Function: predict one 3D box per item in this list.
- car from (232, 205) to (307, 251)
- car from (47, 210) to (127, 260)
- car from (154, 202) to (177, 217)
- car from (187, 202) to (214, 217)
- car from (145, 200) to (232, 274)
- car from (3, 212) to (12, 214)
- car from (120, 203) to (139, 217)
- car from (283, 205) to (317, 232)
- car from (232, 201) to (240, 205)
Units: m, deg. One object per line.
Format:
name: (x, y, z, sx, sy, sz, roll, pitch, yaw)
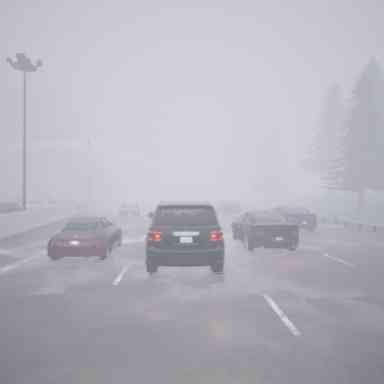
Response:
car: (2.987, 1.543, 14.520, 1.882, 1.535, 5.008, 0, 0, -4)
car: (-3.917, 1.622, 12.766, 1.994, 1.385, 4.181, 0, 0, -3)
car: (-2.755, 1.753, 33.781, 1.895, 1.301, 4.718, 0, 0, -9)
car: (0.756, 1.754, 33.978, 1.895, 1.301, 4.718, 0, 0, -9)
car: (-0.278, 1.275, 10.937, 2.150, 2.045, 5.566, 0, 0, -3)
car: (-16.321, 1.622, 28.656, 2.128, 1.511, 4.902, 0, 0, -9)
car: (-6.248, 1.752, 33.462, 1.895, 1.301, 4.718, 0, 0, -9)
car: (5.982, 1.571, 20.851, 1.882, 1.535, 5.008, 0, 0, -5)
car: (3.893, 1.642, 36.317, 1.882, 1.535, 5.008, 0, -1, -10)
